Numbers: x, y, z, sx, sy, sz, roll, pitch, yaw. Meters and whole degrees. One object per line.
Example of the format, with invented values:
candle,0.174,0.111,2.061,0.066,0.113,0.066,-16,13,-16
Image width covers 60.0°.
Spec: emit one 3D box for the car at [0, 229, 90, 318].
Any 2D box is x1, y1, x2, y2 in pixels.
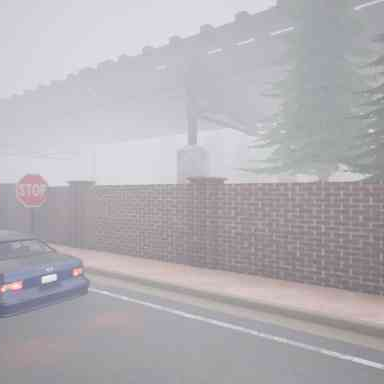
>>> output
car,-4.519,1.547,7.220,5.357,1.411,2.033,0,0,35
